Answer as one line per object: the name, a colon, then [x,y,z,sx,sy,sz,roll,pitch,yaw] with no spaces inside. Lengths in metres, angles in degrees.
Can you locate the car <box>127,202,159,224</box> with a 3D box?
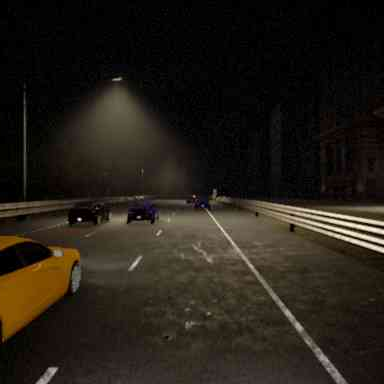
car: [-3.399,1.433,23.645,1.812,1.442,4.674,0,0,0]

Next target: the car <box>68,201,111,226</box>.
car: [-6.900,1.416,22.805,1.837,1.490,4.892,0,0,0]

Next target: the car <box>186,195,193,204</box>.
car: [0.003,1.478,58.231,1.994,1.385,4.181,0,0,0]

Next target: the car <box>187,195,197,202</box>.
car: [0.004,1.363,73.416,2.128,1.511,4.902,0,0,0]

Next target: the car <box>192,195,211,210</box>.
car: [1.227,1.392,39.783,1.812,1.442,4.674,0,0,0]

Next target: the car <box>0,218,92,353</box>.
car: [-3.402,1.455,5.462,1.882,1.535,5.008,0,0,0]
